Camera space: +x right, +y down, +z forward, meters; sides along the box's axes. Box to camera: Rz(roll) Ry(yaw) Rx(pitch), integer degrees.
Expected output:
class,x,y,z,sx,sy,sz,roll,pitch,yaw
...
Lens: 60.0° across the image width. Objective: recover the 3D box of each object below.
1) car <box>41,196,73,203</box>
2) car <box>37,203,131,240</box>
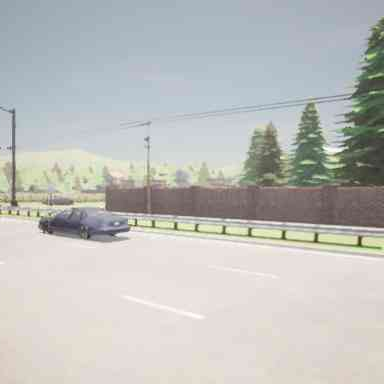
class,x,y,z,sx,sy,sz,roll,pitch,yaw
car,-18.914,1.309,46.683,4.181,1.385,1.994,0,0,-26
car,-5.439,1.464,16.473,5.357,1.411,2.033,0,0,36
